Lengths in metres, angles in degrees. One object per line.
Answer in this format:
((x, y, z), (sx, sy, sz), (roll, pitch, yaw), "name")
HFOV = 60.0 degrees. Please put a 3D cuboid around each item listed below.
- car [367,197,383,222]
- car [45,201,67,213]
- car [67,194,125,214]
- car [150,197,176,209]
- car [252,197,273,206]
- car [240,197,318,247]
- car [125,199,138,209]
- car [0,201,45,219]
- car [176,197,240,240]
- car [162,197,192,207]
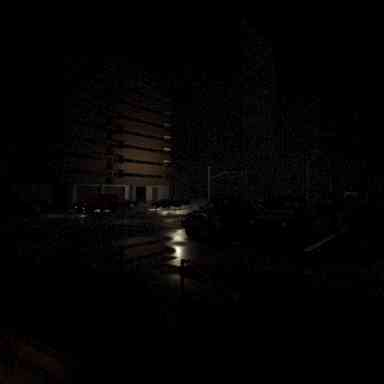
((15.898, 1.395, 27.316), (1.970, 1.475, 3.806), (0, 0, 34), "car")
((-15.364, 1.601, 35.121), (1.895, 1.301, 4.718), (0, 0, 34), "car")
((-10.343, 1.222, 36.319), (2.150, 2.045, 5.566), (0, 0, 34), "car")
((-3.485, 1.548, 46.513), (2.033, 1.411, 5.357), (0, 0, 34), "car")
((12.051, 1.526, 56.779), (1.812, 1.442, 4.674), (0, 0, 34), "car")
((3.874, 1.156, 14.361), (1.905, 1.878, 3.866), (0, 0, 34), "car")
((-9.495, 1.547, 43.862), (2.033, 1.411, 5.357), (0, 0, 34), "car")
((-15.447, 1.564, 28.718), (1.994, 1.385, 4.181), (0, 0, 34), "car")
((1.507, 1.153, 16.027), (1.932, 1.855, 4.605), (0, 0, 34), "car")
((-2.416, 1.548, 54.300), (2.033, 1.411, 5.357), (0, 0, 34), "car")
